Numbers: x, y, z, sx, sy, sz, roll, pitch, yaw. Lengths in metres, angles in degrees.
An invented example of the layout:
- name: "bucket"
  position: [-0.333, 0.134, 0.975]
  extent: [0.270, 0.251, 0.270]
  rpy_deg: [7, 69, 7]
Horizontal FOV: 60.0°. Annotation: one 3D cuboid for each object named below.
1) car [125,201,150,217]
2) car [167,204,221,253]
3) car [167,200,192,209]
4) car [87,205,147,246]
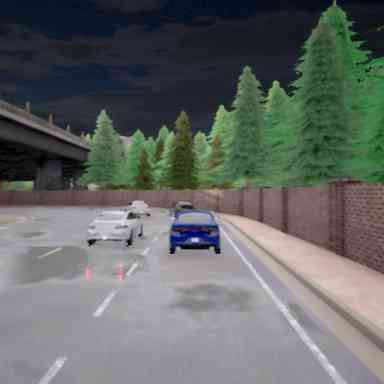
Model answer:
- name: "car"
  position: [-5.221, 1.540, 31.078]
  extent: [1.812, 1.442, 4.674]
  rpy_deg: [0, 0, -21]
- name: "car"
  position: [0.108, 1.484, 13.798]
  extent: [1.882, 1.535, 5.008]
  rpy_deg: [0, 0, 0]
- name: "car"
  position: [-1.033, 1.519, 30.186]
  extent: [1.837, 1.490, 4.892]
  rpy_deg: [1, 0, -14]
- name: "car"
  position: [-3.407, 1.533, 15.247]
  extent: [1.812, 1.442, 4.674]
  rpy_deg: [0, 0, 0]
